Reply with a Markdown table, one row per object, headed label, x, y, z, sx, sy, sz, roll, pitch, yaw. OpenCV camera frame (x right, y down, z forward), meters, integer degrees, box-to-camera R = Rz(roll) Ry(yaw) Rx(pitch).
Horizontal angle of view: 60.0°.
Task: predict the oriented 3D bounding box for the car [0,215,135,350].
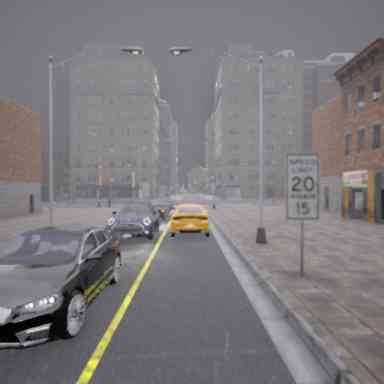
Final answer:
| label | x | y | z | sx | sy | sz | roll | pitch | yaw |
| --- | --- | --- | --- | --- | --- | --- | --- | --- | --- |
| car | -2.671 | 1.466 | 6.578 | 2.128 | 1.511 | 4.902 | 0 | 0 | 0 |

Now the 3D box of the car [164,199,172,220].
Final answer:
| label | x | y | z | sx | sy | sz | roll | pitch | yaw |
| --- | --- | --- | --- | --- | --- | --- | --- | --- | --- |
| car | -2.874 | 1.474 | 26.573 | 1.895 | 1.301 | 4.718 | 0 | 0 | 0 |

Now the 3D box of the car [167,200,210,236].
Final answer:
| label | x | y | z | sx | sy | sz | roll | pitch | yaw |
| --- | --- | --- | --- | --- | --- | --- | --- | --- | --- |
| car | -0.102 | 1.391 | 17.739 | 1.882 | 1.535 | 5.008 | 0 | 0 | -1 |

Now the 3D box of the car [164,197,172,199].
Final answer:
| label | x | y | z | sx | sy | sz | roll | pitch | yaw |
| --- | --- | --- | --- | --- | --- | --- | --- | --- | --- |
| car | -2.928 | 1.324 | 36.773 | 1.837 | 1.490 | 4.892 | 0 | 0 | -1 |

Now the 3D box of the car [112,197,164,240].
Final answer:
| label | x | y | z | sx | sy | sz | roll | pitch | yaw |
| --- | --- | --- | --- | --- | --- | --- | --- | --- | --- |
| car | -2.778 | 1.276 | 16.511 | 2.097 | 1.767 | 4.553 | 0 | 0 | 0 |
